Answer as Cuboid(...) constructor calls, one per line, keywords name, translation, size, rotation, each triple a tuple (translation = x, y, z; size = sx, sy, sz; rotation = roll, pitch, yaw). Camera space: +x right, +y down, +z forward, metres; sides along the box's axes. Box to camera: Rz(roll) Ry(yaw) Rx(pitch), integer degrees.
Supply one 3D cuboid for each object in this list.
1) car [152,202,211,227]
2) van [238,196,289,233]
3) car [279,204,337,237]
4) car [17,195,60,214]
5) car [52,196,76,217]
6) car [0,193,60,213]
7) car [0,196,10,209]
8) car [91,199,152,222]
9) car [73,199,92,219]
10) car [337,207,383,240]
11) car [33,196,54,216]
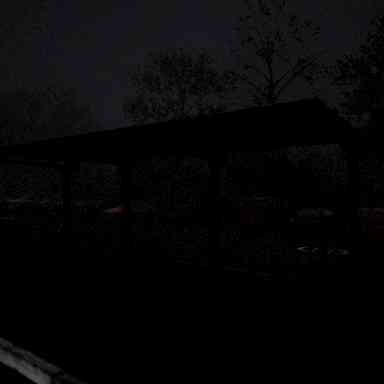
Cuboid(name="car", translation=(-0.162, 1.473, 22.741), size=(2.163, 1.488, 4.792), rotation=(0, 0, 35))
Cuboid(name="van", translation=(4.454, 1.246, 19.653), size=(1.878, 1.987, 4.442), rotation=(0, 0, 35))
Cuboid(name="car", translation=(6.648, 1.526, 17.953), size=(2.002, 1.452, 4.674), rotation=(0, 0, 35))
Cuboid(name="car", translation=(-13.735, 1.360, 32.390), size=(2.097, 1.535, 5.008), rotation=(0, 0, 35))
Cuboid(name="car", translation=(-9.203, 1.389, 29.183), size=(2.231, 1.521, 4.892), rotation=(0, 0, 35))
Cuboid(name="car", translation=(-16.020, 1.095, 33.965), size=(2.435, 2.045, 5.566), rotation=(0, 0, 35))
Cuboid(name="car", translation=(-25.083, 1.308, 40.378), size=(2.163, 1.488, 4.792), rotation=(1, 0, 35))
Cuboid(name="car", translation=(-4.784, 1.413, 25.820), size=(1.946, 1.575, 5.366), rotation=(0, 0, 35))
Cuboid(name="car", translation=(-6.925, 1.432, 27.599), size=(2.163, 1.488, 4.792), rotation=(0, 0, 35))
Cuboid(name="car", translation=(8.915, 1.500, 16.347), size=(2.097, 1.535, 5.008), rotation=(0, 0, 35))
Cuboid(name="car", translation=(-11.469, 1.374, 30.786), size=(2.097, 1.535, 5.008), rotation=(0, 0, 35))
